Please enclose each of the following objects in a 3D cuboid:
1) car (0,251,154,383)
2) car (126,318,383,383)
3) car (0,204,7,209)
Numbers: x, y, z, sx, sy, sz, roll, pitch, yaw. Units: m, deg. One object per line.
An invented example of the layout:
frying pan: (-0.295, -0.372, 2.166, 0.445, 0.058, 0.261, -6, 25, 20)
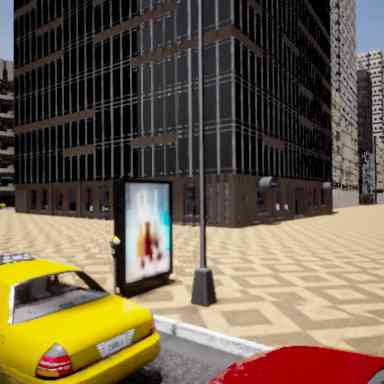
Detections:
car: (-2.668, 1.546, 4.788, 4.829, 1.417, 1.752, 0, -1, 35)
car: (1.997, 1.541, 1.462, 4.507, 1.381, 1.887, 0, -1, 35)
car: (-33.903, 2.252, 55.976, 1.752, 1.417, 4.829, -2, -2, 35)
